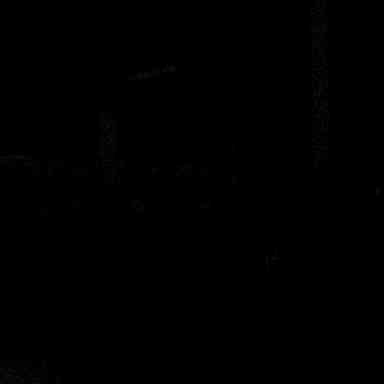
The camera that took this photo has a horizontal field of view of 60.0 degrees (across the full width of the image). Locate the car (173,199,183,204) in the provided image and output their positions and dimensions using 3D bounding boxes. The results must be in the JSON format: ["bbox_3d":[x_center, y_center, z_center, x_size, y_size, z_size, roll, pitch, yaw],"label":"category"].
[{"bbox_3d":[-5.131,2.353,72.943,5.027,1.636,2.152,-2,-1,35],"label":"car"}]

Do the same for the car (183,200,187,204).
[{"bbox_3d":[-3.356,2.357,75.530,4.514,1.523,2.007,-2,-1,35],"label":"car"}]

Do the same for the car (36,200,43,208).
[{"bbox_3d":[-35.459,2.721,75.537,4.605,1.855,1.932,-2,-1,35],"label":"car"}]

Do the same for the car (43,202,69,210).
[{"bbox_3d":[-24.071,2.533,59.612,4.514,1.523,2.007,-2,-1,35],"label":"car"}]

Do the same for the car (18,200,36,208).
[{"bbox_3d":[-36.807,2.698,72.930,3.866,1.878,1.905,-2,-1,35],"label":"car"}]

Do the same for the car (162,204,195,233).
[{"bbox_3d":[0.033,1.856,22.493,2.242,1.667,4.611,-2,-1,35],"label":"car"}]

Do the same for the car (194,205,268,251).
[{"bbox_3d":[2.131,1.575,15.680,1.905,1.878,3.866,-2,-1,35],"label":"car"}]
